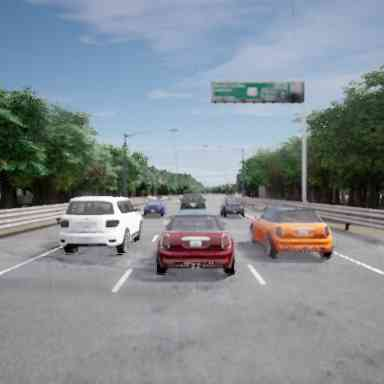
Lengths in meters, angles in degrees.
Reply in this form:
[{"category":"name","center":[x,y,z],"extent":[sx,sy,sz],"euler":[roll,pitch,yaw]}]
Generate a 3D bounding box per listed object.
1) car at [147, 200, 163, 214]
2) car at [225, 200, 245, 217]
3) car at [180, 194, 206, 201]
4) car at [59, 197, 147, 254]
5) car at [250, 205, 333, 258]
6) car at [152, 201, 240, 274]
[{"category":"car","center":[-3.418,1.487,31.289],"extent":[1.812,1.442,4.674],"euler":[0,0,0]},{"category":"car","center":[3.584,1.454,30.161],"extent":[2.128,1.511,4.902],"euler":[0,0,0]},{"category":"car","center":[0.085,1.183,29.455],"extent":[2.150,2.045,5.566],"euler":[0,0,0]},{"category":"car","center":[-3.406,1.196,13.419],"extent":[2.150,2.045,5.566],"euler":[0,0,0]},{"category":"car","center":[3.594,1.328,12.851],"extent":[2.097,1.767,4.553],"euler":[0,0,0]},{"category":"car","center":[0.095,1.332,10.617],"extent":[2.097,1.767,4.553],"euler":[0,0,0]}]
